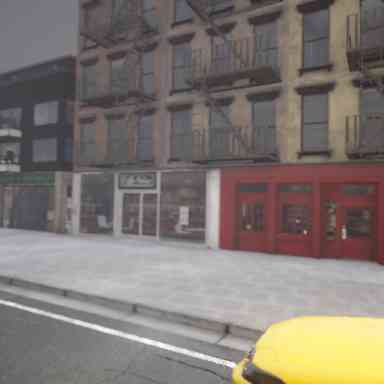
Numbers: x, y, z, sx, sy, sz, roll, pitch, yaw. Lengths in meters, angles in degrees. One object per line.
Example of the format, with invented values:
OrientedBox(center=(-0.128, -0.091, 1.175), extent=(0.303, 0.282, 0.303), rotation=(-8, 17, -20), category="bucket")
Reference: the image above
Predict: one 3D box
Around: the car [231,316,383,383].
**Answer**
OrientedBox(center=(2.998, 1.603, 2.566), extent=(5.366, 1.575, 1.801), rotation=(0, -2, 29), category="car")
